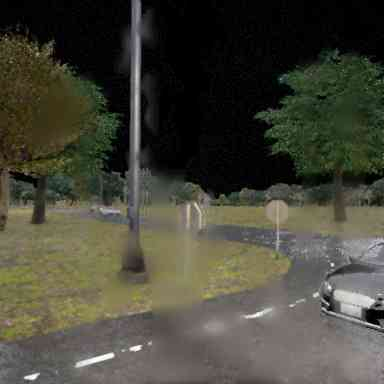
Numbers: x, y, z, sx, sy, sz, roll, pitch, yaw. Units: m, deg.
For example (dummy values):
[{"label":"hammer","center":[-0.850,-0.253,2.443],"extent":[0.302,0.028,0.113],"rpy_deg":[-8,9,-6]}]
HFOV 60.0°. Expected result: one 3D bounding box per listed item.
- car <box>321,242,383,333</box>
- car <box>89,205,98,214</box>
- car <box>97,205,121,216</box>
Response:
[{"label":"car","center":[4.813,1.847,7.260],"extent":[4.902,1.511,2.128],"rpy_deg":[1,-2,-35]},{"label":"car","center":[-17.250,3.112,60.696],"extent":[2.097,1.767,4.553],"rpy_deg":[2,-2,-33]},{"label":"car","center":[-13.558,3.250,55.152],"extent":[1.895,1.301,4.718],"rpy_deg":[2,-2,-34]}]
